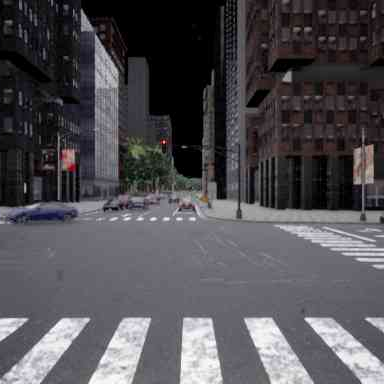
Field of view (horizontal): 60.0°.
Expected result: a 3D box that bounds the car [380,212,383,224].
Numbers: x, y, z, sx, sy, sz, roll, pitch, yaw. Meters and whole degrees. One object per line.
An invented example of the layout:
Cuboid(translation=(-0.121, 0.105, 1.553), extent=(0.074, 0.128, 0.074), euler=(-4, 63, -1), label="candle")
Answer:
Cuboid(translation=(14.997, 1.443, 21.005), extent=(5.566, 2.045, 2.150), euler=(1, 0, 0), label="car")

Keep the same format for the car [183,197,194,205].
Cuboid(translation=(-0.693, 1.561, 60.761), extent=(1.887, 1.381, 4.507), euler=(0, 0, 0), label="car")

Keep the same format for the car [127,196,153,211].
Cuboid(translation=(-6.439, 1.532, 41.021), extent=(2.033, 1.411, 5.357), euler=(0, 0, 0), label="car")

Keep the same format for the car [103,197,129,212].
Cuboid(translation=(-9.097, 1.547, 39.016), extent=(1.947, 1.339, 4.313), euler=(0, 0, 0), label="car")

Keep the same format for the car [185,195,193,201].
Cuboid(translation=(-0.845, 1.514, 87.886), extent=(1.967, 1.590, 4.097), euler=(0, 0, 0), label="car")

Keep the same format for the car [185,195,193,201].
Cuboid(translation=(-0.814, 1.501, 82.460), extent=(1.967, 1.590, 4.097), euler=(0, 0, 0), label="car")

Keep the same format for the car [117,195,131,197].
Cuboid(translation=(-9.128, 1.305, 44.443), extent=(2.192, 1.841, 5.009), euler=(0, 0, 0), label="car")

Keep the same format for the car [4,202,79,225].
Cuboid(translation=(-10.082, 1.388, 22.574), extent=(4.674, 1.442, 1.812), euler=(1, 0, -42), label="car")

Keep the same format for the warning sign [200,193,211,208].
Cuboid(translation=(1.718, 1.102, 42.744), extent=(1.300, 1.860, 1.060), euler=(0, 0, 0), label="warning sign")

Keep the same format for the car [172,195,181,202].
Cuboid(translation=(-3.535, 1.531, 75.638), extent=(1.812, 1.442, 4.674), euler=(0, 0, 0), label="car")

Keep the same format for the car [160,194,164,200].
Cuboid(translation=(-9.370, 1.389, 87.850), extent=(2.192, 1.841, 5.009), euler=(0, 0, 0), label="car")

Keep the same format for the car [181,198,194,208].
Cuboid(translation=(-0.632, 1.580, 49.911), extent=(1.802, 1.307, 4.206), euler=(0, 0, 0), label="car")

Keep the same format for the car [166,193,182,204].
Cuboid(translation=(-3.480, 1.378, 65.601), extent=(2.097, 1.767, 4.553), euler=(0, 0, 0), label="car")

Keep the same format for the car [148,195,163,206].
Cuboid(translation=(-6.508, 1.569, 55.606), extent=(1.994, 1.385, 4.181), euler=(0, 0, 0), label="car")

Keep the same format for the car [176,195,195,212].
Cuboid(translation=(-0.572, 1.421, 39.061), extent=(1.967, 1.590, 4.097), euler=(0, 0, 0), label="car")

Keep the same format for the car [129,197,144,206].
Cuboid(translation=(-9.187, 1.532, 55.124), extent=(1.752, 1.417, 4.829), euler=(0, 0, 0), label="car")
